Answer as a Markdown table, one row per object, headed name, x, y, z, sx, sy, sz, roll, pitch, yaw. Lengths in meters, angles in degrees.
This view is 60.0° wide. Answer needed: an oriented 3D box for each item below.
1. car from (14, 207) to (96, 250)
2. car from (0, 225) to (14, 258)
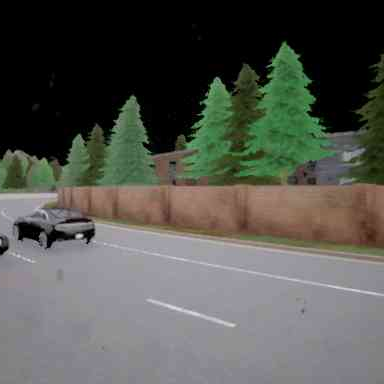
| name | x | y | z | sx | sy | sz | roll | pitch | yaw |
| --- | --- | --- | --- | --- | --- | --- | --- | --- | --- |
| car | -5.917 | 1.400 | 14.015 | 4.902 | 1.511 | 2.128 | 1 | 0 | 44 |
| car | -7.742 | 1.501 | 10.859 | 4.718 | 1.301 | 1.895 | 1 | 0 | 44 |
